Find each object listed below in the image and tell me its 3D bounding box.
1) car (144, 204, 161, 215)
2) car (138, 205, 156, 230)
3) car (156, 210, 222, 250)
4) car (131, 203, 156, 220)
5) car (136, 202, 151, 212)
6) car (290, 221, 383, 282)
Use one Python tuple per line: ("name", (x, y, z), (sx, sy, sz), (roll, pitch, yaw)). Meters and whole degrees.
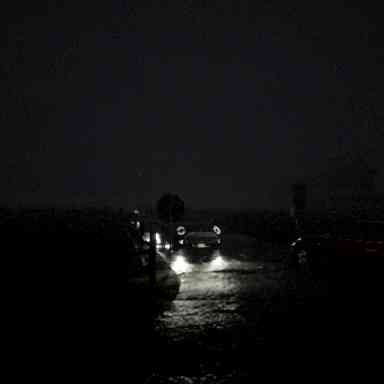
("car", (-5.920, 2.494, 49.244), (1.837, 1.490, 4.892), (1, -1, -15))
("car", (-2.541, 1.969, 24.891), (2.128, 1.511, 4.902), (1, -1, -15))
("car", (-0.161, 1.656, 15.843), (2.097, 1.767, 4.553), (1, -1, -15))
("car", (-5.219, 2.025, 35.092), (2.097, 1.767, 4.553), (1, -1, -15))
("car", (-8.746, 2.689, 59.966), (2.128, 1.511, 4.902), (1, -1, -15))
("car", (5.077, 1.588, 9.501), (2.097, 1.767, 4.553), (2, -2, -35))
